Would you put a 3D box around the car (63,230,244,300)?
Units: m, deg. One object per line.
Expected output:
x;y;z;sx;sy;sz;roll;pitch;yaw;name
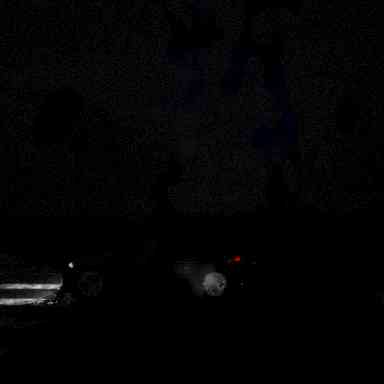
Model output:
-0.868;1.636;8.037;4.181;1.385;1.994;-1;-1;4;car
